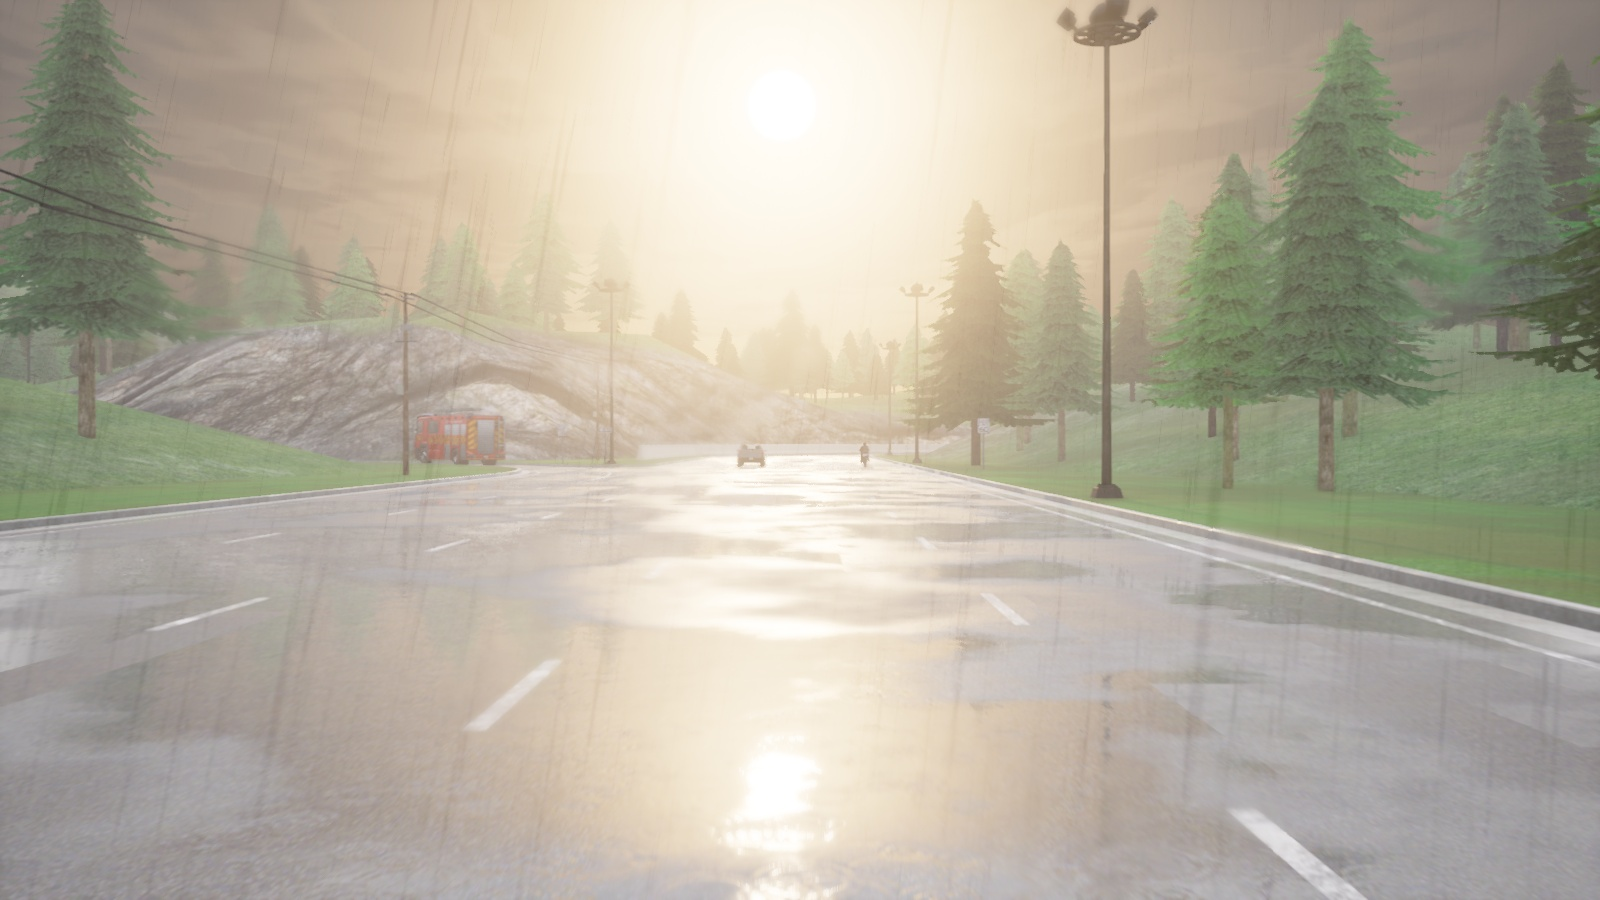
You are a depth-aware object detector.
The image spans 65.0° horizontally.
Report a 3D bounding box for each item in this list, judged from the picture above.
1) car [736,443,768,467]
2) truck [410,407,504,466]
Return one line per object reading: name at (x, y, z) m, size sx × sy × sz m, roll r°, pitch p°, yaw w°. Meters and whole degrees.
car at (-3.032, 0.309, 79.644) m, size 1.845 × 1.501 × 3.633 m, roll 0°, pitch 0°, yaw 0°
truck at (-23.571, -0.922, 85.995) m, size 2.891 × 3.827 × 8.468 m, roll 0°, pitch 0°, yaw -41°
